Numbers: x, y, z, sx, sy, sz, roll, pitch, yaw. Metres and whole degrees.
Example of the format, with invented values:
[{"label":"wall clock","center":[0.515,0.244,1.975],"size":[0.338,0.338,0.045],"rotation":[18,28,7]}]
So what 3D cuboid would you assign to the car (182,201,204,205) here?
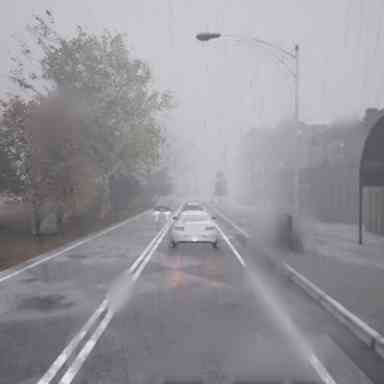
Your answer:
[{"label":"car","center":[0.106,1.514,30.744],"size":[1.812,1.442,4.674],"rotation":[0,0,0]}]

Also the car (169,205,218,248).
[{"label":"car","center":[0.104,1.523,14.709],"size":[1.812,1.442,4.674],"rotation":[0,0,0]}]

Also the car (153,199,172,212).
[{"label":"car","center":[-3.334,1.528,38.980],"size":[2.033,1.411,5.357],"rotation":[0,0,0]}]
